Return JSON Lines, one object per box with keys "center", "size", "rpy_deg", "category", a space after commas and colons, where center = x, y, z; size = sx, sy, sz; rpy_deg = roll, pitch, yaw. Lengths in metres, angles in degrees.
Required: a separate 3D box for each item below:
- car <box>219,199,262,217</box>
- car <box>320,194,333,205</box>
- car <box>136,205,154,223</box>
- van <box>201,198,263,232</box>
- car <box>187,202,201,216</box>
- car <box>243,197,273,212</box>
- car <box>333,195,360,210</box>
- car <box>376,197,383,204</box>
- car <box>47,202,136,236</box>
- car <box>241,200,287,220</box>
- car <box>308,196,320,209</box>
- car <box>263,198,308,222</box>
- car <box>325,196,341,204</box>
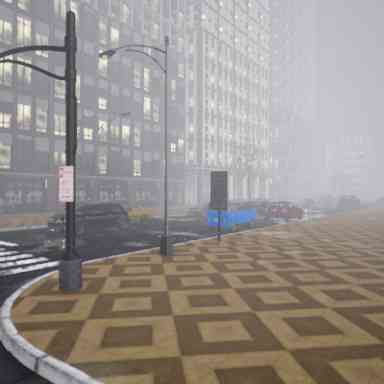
{"center": [4.811, 1.498, 32.328], "size": [1.882, 1.535, 5.008], "rpy_deg": [0, 0, 38], "category": "car"}
{"center": [25.041, 1.373, 62.608], "size": [2.192, 1.841, 5.009], "rpy_deg": [0, 0, 38], "category": "car"}
{"center": [-4.857, 1.533, 24.048], "size": [1.752, 1.417, 4.829], "rpy_deg": [0, 0, 38], "category": "car"}
{"center": [2.530, 1.364, 20.328], "size": [1.690, 1.788, 3.998], "rpy_deg": [0, 0, 38], "category": "van"}
{"center": [1.258, 1.596, 31.765], "size": [1.802, 1.307, 4.206], "rpy_deg": [0, 0, 38], "category": "car"}
{"center": [8.053, 1.464, 40.577], "size": [1.967, 1.590, 4.097], "rpy_deg": [0, 0, 38], "category": "car"}
{"center": [21.088, 1.364, 44.577], "size": [2.192, 1.841, 5.009], "rpy_deg": [0, 0, 38], "category": "car"}
{"center": [38.075, 1.654, 66.606], "size": [1.947, 1.339, 4.313], "rpy_deg": [0, 0, 38], "category": "car"}
{"center": [-5.697, 1.362, 18.708], "size": [2.097, 1.767, 4.553], "rpy_deg": [0, 0, 38], "category": "car"}
{"center": [6.582, 1.517, 29.813], "size": [2.128, 1.511, 4.902], "rpy_deg": [0, 0, 38], "category": "car"}
{"center": [16.054, 1.610, 46.752], "size": [1.812, 1.442, 4.674], "rpy_deg": [0, 0, 38], "category": "car"}
{"center": [7.498, 1.468, 26.952], "size": [1.967, 1.590, 4.097], "rpy_deg": [0, 0, 38], "category": "car"}
{"center": [28.438, 1.617, 67.013], "size": [2.008, 1.369, 4.403], "rpy_deg": [0, 0, 38], "category": "car"}
